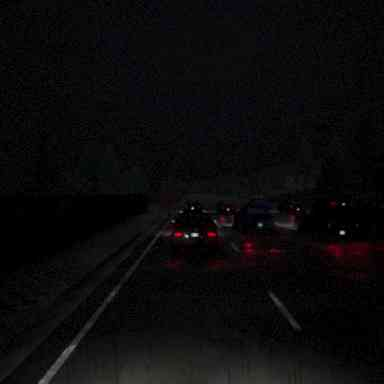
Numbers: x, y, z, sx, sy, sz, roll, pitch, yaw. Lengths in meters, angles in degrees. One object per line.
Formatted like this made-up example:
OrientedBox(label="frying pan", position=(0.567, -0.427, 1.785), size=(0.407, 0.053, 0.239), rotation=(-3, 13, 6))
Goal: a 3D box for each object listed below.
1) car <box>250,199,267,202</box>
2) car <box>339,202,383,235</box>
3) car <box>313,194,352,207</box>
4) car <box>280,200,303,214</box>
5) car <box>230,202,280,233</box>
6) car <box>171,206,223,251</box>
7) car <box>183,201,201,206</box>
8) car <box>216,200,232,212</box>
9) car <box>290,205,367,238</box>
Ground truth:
OrientedBox(label="car", position=(7.106, 1.509, 36.067), size=(1.882, 1.535, 5.008), rotation=(0, 0, 0))
OrientedBox(label="car", position=(10.603, 1.521, 19.059), size=(1.837, 1.490, 4.892), rotation=(0, 0, 0))
OrientedBox(label="car", position=(14.095, 1.250, 33.604), size=(2.150, 2.045, 5.566), rotation=(0, 0, 0))
OrientedBox(label="car", position=(10.606, 1.556, 35.526), size=(1.812, 1.442, 4.674), rotation=(0, 0, 0))
OrientedBox(label="car", position=(3.604, 1.543, 19.857), size=(1.812, 1.442, 4.674), rotation=(0, 0, 0))
OrientedBox(label="car", position=(0.101, 1.560, 14.157), size=(2.033, 1.411, 5.357), rotation=(0, 0, 0))
OrientedBox(label="car", position=(0.024, 1.595, 35.059), size=(1.994, 1.385, 4.181), rotation=(0, 0, -1))
OrientedBox(label="car", position=(3.606, 1.557, 35.538), size=(1.812, 1.442, 4.674), rotation=(0, 0, 0))
OrientedBox(label="car", position=(7.103, 1.616, 17.920), size=(1.895, 1.301, 4.718), rotation=(0, 0, 0))
